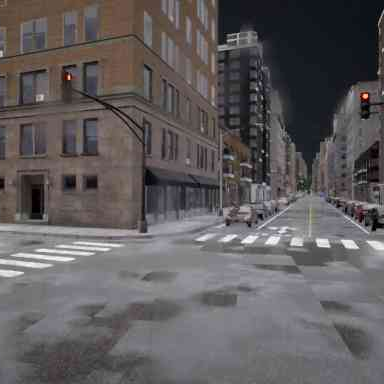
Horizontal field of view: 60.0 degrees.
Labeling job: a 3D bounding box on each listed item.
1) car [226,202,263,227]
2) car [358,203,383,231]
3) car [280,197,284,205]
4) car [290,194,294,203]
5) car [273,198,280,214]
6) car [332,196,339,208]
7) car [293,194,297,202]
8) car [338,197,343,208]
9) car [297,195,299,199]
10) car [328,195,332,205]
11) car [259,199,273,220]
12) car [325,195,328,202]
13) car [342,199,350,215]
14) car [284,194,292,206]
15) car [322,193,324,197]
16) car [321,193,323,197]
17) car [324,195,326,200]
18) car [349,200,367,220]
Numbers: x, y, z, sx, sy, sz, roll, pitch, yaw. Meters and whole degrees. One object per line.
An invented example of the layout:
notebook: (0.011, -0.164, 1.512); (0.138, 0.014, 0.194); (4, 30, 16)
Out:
car: (3.513, 1.584, 22.860); (1.802, 1.307, 4.206); (1, 0, 20)
car: (11.537, 1.567, 19.980); (1.947, 1.339, 4.313); (1, 0, 20)
car: (9.126, 1.546, 38.470); (1.887, 1.381, 4.507); (1, 0, 20)
car: (16.608, 1.563, 59.283); (1.947, 1.339, 4.313); (1, 0, 20)
car: (7.255, 1.552, 33.267); (2.008, 1.369, 4.403); (1, 0, 20)
car: (20.893, 1.566, 46.003); (1.947, 1.339, 4.313); (1, 0, 20)
car: (20.350, 1.560, 69.690); (1.947, 1.339, 4.313); (1, 0, 20)
car: (17.151, 1.546, 35.593); (1.887, 1.381, 4.507); (1, 0, 20)
car: (22.222, 1.308, 74.892); (2.192, 1.841, 5.009); (1, 0, 20)
car: (24.635, 1.548, 56.412); (2.008, 1.369, 4.403); (1, 0, 20)
car: (5.384, 1.567, 28.064); (1.947, 1.339, 4.313); (1, 0, 20)
car: (28.378, 1.560, 66.821); (1.947, 1.339, 4.313); (1, 0, 20)
car: (15.280, 1.552, 30.389); (2.008, 1.369, 4.403); (1, 0, 20)
car: (14.680, 1.524, 53.920); (1.752, 1.417, 4.829); (1, 0, 20)
car: (33.992, 1.431, 82.434); (1.967, 1.590, 4.097); (1, 0, 20)
car: (35.863, 1.430, 87.639); (1.967, 1.590, 4.097); (1, 0, 20)
car: (30.249, 1.575, 72.026); (1.802, 1.307, 4.206); (1, 0, 20)
car: (13.409, 1.546, 25.184); (1.887, 1.381, 4.507); (1, 0, 20)
